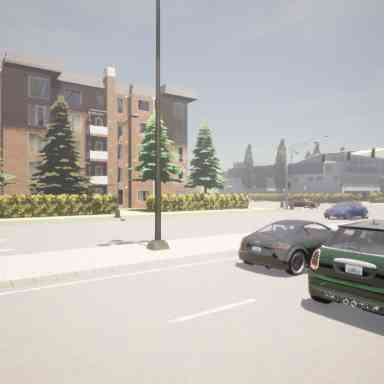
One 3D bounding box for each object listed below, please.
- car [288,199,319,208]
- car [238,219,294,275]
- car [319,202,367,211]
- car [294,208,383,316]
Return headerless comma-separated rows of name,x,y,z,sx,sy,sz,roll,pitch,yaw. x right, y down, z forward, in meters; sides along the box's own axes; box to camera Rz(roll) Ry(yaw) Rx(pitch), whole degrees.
car,15.480,1.601,46.636,1.895,1.301,4.718,0,0,-43
car,3.445,1.564,10.479,4.181,1.385,1.994,0,0,-36
car,12.775,1.525,27.364,4.674,1.442,1.812,0,0,-37
car,4.505,1.352,6.944,4.553,1.767,2.097,0,0,-36
